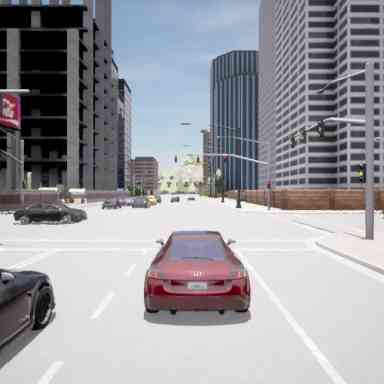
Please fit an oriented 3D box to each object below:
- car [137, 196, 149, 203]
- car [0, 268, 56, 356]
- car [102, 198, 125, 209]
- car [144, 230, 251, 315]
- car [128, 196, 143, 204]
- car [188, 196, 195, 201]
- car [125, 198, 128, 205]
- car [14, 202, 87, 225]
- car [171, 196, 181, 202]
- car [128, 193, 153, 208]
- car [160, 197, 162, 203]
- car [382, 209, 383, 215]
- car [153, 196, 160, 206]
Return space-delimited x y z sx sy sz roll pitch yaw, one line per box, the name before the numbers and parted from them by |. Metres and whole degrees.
car | -10.616 1.548 72.725 1.994 1.385 4.181 0 0 0
car | -3.413 1.564 4.244 1.994 1.385 4.181 0 0 0
car | -10.662 1.523 44.475 1.812 1.442 4.674 0 0 0
car | 0.089 1.564 7.660 1.994 1.385 4.181 0 0 0
car | -10.612 1.560 62.730 1.994 1.385 4.181 0 0 0
car | -0.135 1.590 84.240 1.895 1.301 4.718 0 0 0
car | -10.637 1.598 53.583 1.895 1.301 4.718 0 0 0
car | -9.998 1.503 23.683 4.892 1.490 1.837 0 0 0
car | -3.616 1.520 73.845 2.128 1.511 4.902 0 0 0
car | -7.159 1.349 47.018 2.097 1.767 4.553 0 0 0
car | -7.106 1.501 66.552 1.837 1.490 4.892 0 0 0
car | 18.507 1.599 27.580 4.718 1.301 1.895 0 0 0
car | -7.120 1.474 56.354 1.882 1.535 5.008 0 0 0
